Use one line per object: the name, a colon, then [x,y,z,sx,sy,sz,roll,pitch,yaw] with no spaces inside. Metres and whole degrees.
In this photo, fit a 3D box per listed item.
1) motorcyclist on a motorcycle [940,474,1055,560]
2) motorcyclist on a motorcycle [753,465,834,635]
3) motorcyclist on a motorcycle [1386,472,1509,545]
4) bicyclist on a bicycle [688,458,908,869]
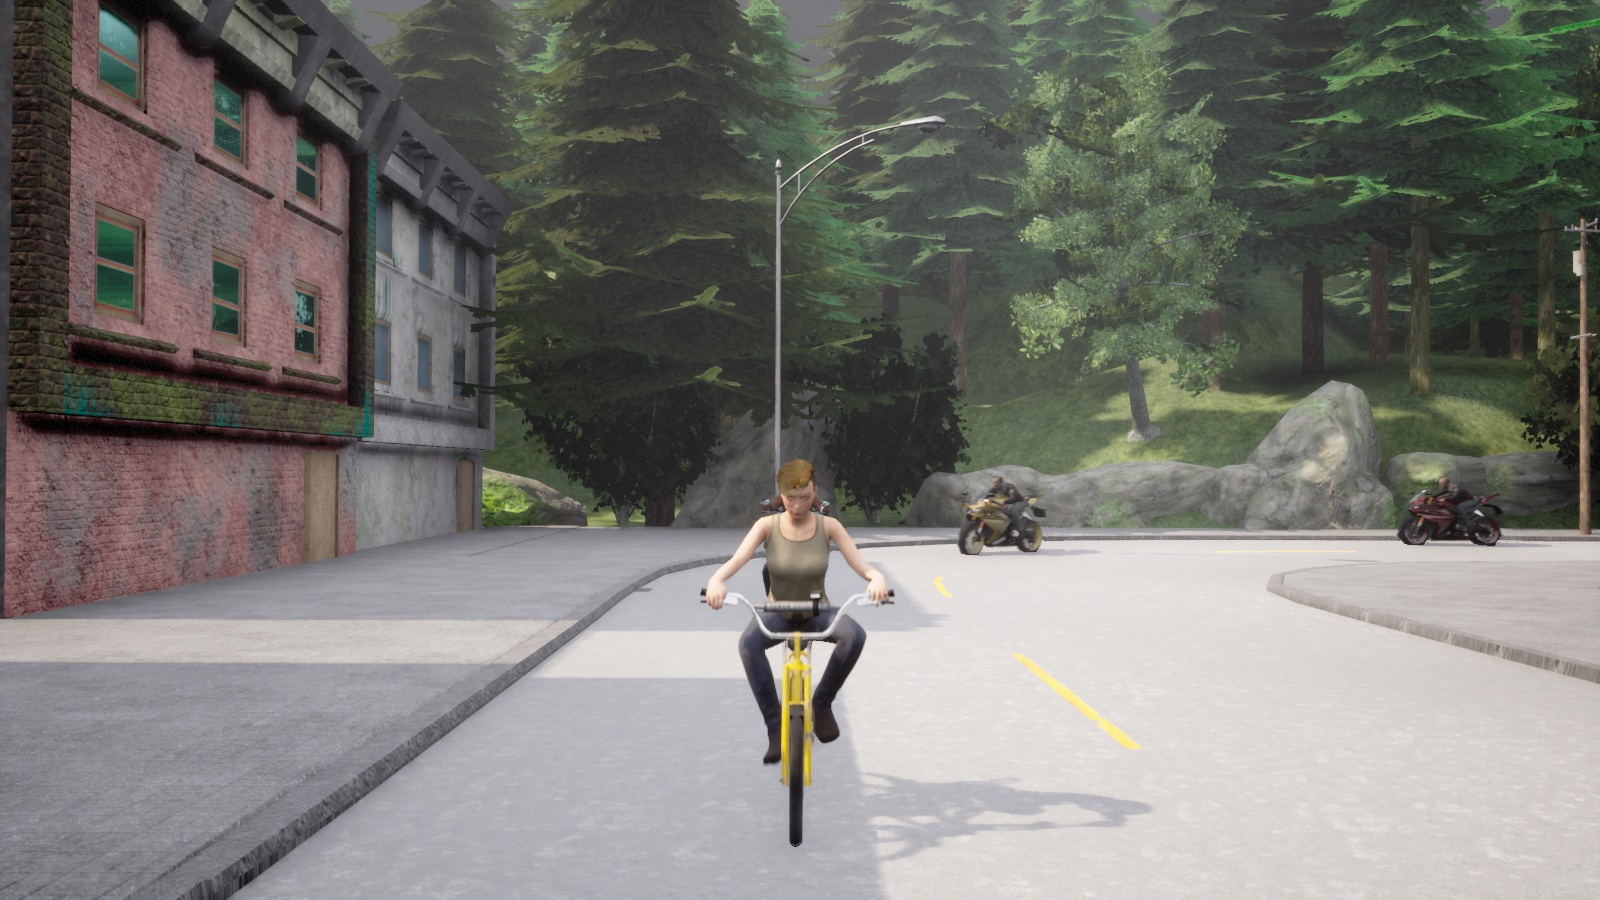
motorcyclist on a motorcycle: [3.761,1.236,23.843,2.191,1.530,0.866,1,0,-37]
motorcyclist on a motorcycle: [-0.032,0.989,13.382,0.766,1.649,2.350,0,-1,2]
motorcyclist on a motorcycle: [13.931,1.247,27.059,2.191,1.530,0.866,0,-1,-1]
bicyclist on a bicycle: [-0.007,0.848,5.710,0.866,1.612,1.509,0,0,0]
